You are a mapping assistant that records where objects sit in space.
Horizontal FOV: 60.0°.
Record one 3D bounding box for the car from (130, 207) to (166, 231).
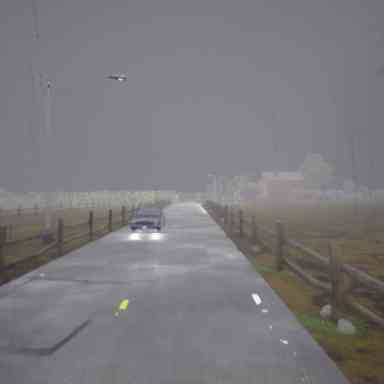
[{"bbox_3d":[-2.736,1.677,21.841,2.033,1.411,5.357,0,0,0],"label":"car"}]
